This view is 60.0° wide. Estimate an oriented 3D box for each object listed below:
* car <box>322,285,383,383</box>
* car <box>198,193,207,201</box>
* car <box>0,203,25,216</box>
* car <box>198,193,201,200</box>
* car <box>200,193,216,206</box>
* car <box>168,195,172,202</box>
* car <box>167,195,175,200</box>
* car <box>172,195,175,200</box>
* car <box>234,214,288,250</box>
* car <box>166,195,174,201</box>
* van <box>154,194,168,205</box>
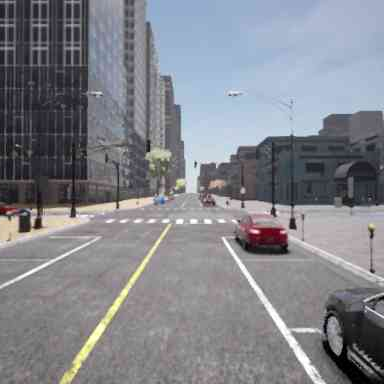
[{"bbox_3d":[2.702,1.548,3.085,2.008,1.369,4.403,1,0,0],"label":"car"},{"bbox_3d":[2.708,1.212,86.044,2.192,1.841,5.009,1,0,0],"label":"car"},{"bbox_3d":[-17.425,1.630,30.167,4.206,1.307,1.802,-1,0,1],"label":"car"},{"bbox_3d":[2.708,1.242,63.347,2.192,1.841,5.009,1,0,0],"label":"car"},{"bbox_3d":[2.705,1.382,52.000,1.967,1.590,4.097,1,0,0],"label":"car"},{"bbox_3d":[-5.676,1.446,68.813,1.752,1.417,4.829,1,0,0],"label":"car"},{"bbox_3d":[-5.676,1.456,91.679,1.947,1.339,4.313,1,0,0],"label":"car"},{"bbox_3d":[-5.676,1.487,80.331,1.802,1.307,4.206,1,0,0],"label":"car"},{"bbox_3d":[2.826,1.569,14.037,1.802,1.307,4.206,1,0,0],"label":"car"},{"bbox_3d":[-5.676,1.464,86.005,1.947,1.339,4.313,1,0,0],"label":"car"},{"bbox_3d":[-5.673,1.276,57.635,1.690,1.788,3.998,1,0,0],"label":"van"}]
